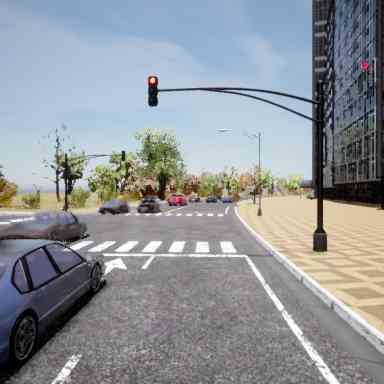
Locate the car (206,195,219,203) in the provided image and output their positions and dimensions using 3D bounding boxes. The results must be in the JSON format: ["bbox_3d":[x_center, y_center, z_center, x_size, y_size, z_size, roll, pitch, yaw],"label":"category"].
[{"bbox_3d":[4.214,1.559,70.807,1.994,1.385,4.181,0,0,12],"label":"car"}]

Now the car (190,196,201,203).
[{"bbox_3d":[0.653,1.512,69.634,2.128,1.511,4.902,0,0,11],"label":"car"}]

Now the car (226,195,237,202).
[{"bbox_3d":[9.646,1.545,80.386,2.128,1.511,4.902,0,0,14],"label":"car"}]

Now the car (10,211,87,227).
[{"bbox_3d":[-6.188,1.546,14.467,2.033,1.411,5.357,0,0,3],"label":"car"}]

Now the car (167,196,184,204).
[{"bbox_3d":[-3.252,1.553,66.569,2.033,1.411,5.357,0,0,11],"label":"car"}]

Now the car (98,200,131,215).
[{"bbox_3d":[-7.941,1.545,34.675,2.033,1.411,5.357,0,0,6],"label":"car"}]

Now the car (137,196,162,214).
[{"bbox_3d":[-4.541,1.504,35.848,1.837,1.490,4.892,0,0,6],"label":"car"}]

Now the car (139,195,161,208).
[{"bbox_3d":[-6.141,1.352,49.314,2.097,1.767,4.553,0,0,8],"label":"car"}]

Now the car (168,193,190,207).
[{"bbox_3d":[-2.304,1.227,53.143,2.150,2.045,5.566,0,0,9],"label":"car"}]

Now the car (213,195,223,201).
[{"bbox_3d":[6.336,1.392,80.514,1.812,1.442,4.674,0,0,14],"label":"car"}]

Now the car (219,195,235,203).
[{"bbox_3d":[7.492,1.561,70.085,2.033,1.411,5.357,0,0,12],"label":"car"}]

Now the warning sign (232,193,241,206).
[{"bbox_3d":[6.476,1.122,48.236,1.300,1.860,1.060,0,0,8],"label":"warning sign"}]

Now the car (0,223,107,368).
[{"bbox_3d":[-3.035,1.547,5.698,2.033,1.411,5.357,0,0,1],"label":"car"}]
